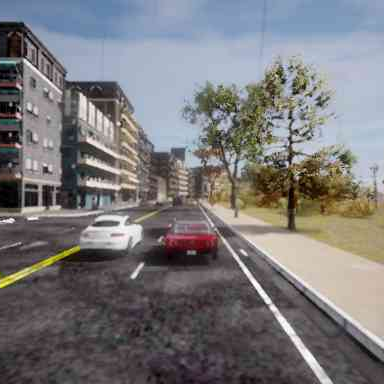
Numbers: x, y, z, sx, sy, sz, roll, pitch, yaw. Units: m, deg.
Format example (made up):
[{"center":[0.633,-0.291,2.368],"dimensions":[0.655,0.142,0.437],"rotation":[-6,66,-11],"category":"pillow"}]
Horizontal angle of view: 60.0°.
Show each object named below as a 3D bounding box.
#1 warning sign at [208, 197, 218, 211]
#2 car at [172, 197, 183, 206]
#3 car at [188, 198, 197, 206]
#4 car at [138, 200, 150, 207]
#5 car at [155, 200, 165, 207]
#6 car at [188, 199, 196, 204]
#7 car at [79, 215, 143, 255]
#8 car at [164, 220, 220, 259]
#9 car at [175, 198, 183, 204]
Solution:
[{"center":[2.816,1.621,45.322],"dimensions":[1.300,1.860,1.060],"rotation":[-1,-1,0],"category":"warning sign"},{"center":[-3.292,2.061,74.990],"dimensions":[2.150,2.045,5.566],"rotation":[0,-1,0],"category":"car"},{"center":[-0.042,2.313,74.959],"dimensions":[1.882,1.535,5.008],"rotation":[0,-1,0],"category":"car"},{"center":[-9.789,2.289,68.291],"dimensions":[1.812,1.442,4.674],"rotation":[0,-1,0],"category":"car"},{"center":[-6.539,2.360,68.303],"dimensions":[1.895,1.301,4.718],"rotation":[0,-1,0],"category":"car"},{"center":[-0.048,2.476,85.410],"dimensions":[1.895,1.301,4.718],"rotation":[0,-1,0],"category":"car"},{"center":[-3.232,1.681,13.884],"dimensions":[1.812,1.442,4.674],"rotation":[0,0,0],"category":"car"},{"center":[0.012,1.749,13.247],"dimensions":[1.895,1.301,4.718],"rotation":[0,-1,0],"category":"car"},{"center":[-3.298,2.381,85.379],"dimensions":[1.837,1.490,4.892],"rotation":[0,-1,0],"category":"car"}]
